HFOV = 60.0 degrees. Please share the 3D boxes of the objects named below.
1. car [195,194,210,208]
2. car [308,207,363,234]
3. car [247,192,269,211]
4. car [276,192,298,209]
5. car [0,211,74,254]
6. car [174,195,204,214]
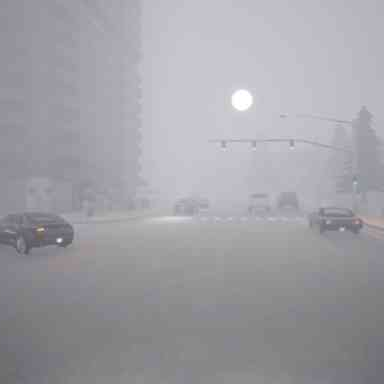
[{"bbox_3d":[1.285,1.400,44.201,2.033,1.411,5.357,-1,0,8],"label":"car"},{"bbox_3d":[7.554,1.466,18.056,1.895,1.301,4.718,-1,0,10],"label":"car"},{"bbox_3d":[7.487,1.029,37.538,2.150,2.045,5.566,-1,0,10],"label":"car"},{"bbox_3d":[11.555,0.977,40.551,2.150,2.045,5.566,-1,0,10],"label":"car"},{"bbox_3d":[-6.953,1.576,13.892,4.892,1.490,1.837,-1,-2,35],"label":"car"},{"bbox_3d":[-0.496,1.393,33.691,2.128,1.511,4.902,-1,0,10],"label":"car"}]
